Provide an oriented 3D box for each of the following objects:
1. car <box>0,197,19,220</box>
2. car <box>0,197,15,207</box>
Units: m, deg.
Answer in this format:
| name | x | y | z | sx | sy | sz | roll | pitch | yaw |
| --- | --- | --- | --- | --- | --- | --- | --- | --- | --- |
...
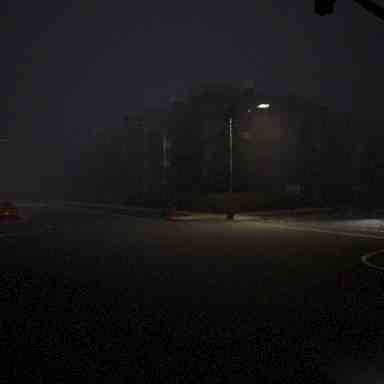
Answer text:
| name | x | y | z | sx | sy | sz | roll | pitch | yaw |
| --- | --- | --- | --- | --- | --- | --- | --- | --- | --- |
| car | -15.664 | 1.459 | 27.524 | 1.882 | 1.535 | 5.008 | 0 | 0 | -36 |
| car | -29.804 | 1.510 | 53.000 | 2.033 | 1.411 | 5.357 | 0 | 0 | -36 |
